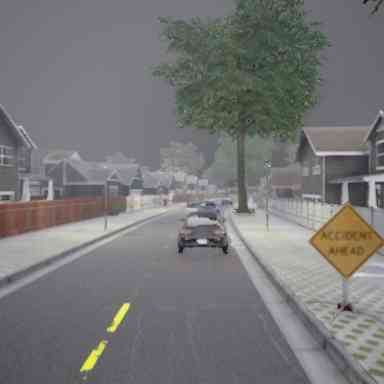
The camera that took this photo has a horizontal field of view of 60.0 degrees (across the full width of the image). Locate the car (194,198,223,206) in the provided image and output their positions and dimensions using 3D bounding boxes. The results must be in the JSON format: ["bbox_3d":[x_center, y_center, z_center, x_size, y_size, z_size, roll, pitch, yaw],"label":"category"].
[{"bbox_3d":[1.512,1.503,28.881,1.812,1.442,4.674,0,0,5],"label":"car"}]

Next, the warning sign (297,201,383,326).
[{"bbox_3d":[2.590,1.110,5.612,1.300,1.860,1.060,1,1,1],"label":"warning sign"}]

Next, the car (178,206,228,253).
[{"bbox_3d":[0.463,1.509,13.587,1.812,1.442,4.674,0,0,3],"label":"car"}]

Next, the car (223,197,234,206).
[{"bbox_3d":[5.796,1.529,55.034,1.812,1.442,4.674,0,0,10],"label":"car"}]

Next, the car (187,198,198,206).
[{"bbox_3d":[0.513,1.545,45.555,1.994,1.385,4.181,0,0,8],"label":"car"}]
